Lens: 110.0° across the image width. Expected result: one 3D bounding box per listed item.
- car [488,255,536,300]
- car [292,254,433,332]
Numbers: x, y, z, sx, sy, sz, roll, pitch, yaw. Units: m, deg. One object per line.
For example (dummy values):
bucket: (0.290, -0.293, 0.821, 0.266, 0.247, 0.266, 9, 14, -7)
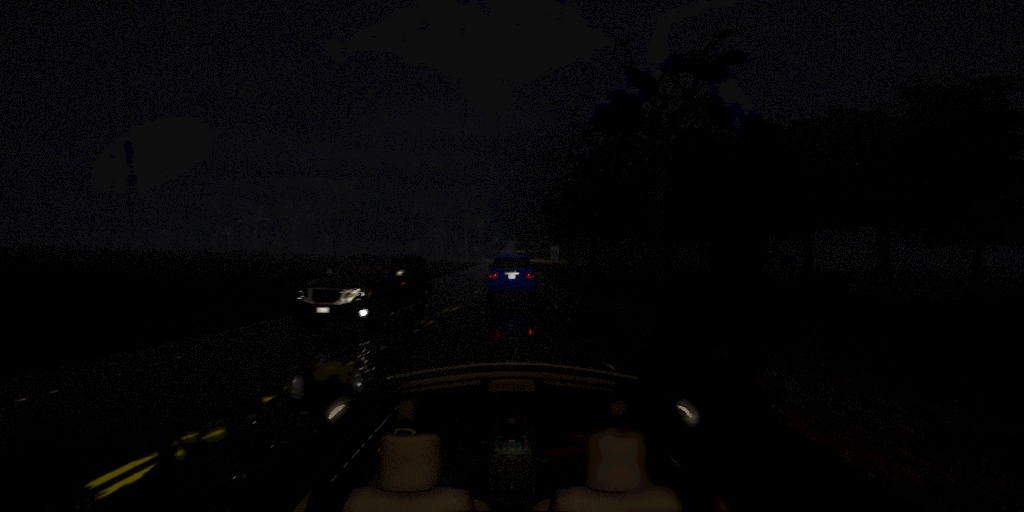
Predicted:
car: (-0.005, 0.981, 17.857, 2.150, 2.045, 5.566, 0, 0, 0)
car: (-4.234, 0.942, 11.322, 2.150, 2.045, 5.566, 0, 0, 6)
